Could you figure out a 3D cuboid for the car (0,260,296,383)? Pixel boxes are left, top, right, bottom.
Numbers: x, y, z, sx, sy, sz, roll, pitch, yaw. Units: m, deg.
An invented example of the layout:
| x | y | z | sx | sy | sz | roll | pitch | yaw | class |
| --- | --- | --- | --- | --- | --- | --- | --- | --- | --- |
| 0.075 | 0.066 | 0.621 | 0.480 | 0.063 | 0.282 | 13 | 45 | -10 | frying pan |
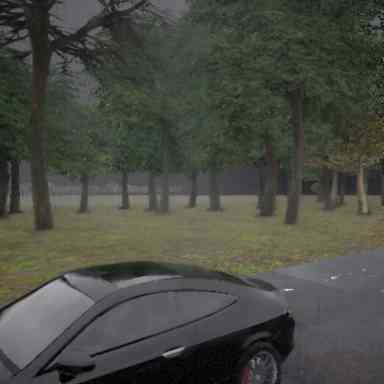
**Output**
| x | y | z | sx | sy | sz | roll | pitch | yaw | class |
| --- | --- | --- | --- | --- | --- | --- | --- | --- | --- |
| -0.876 | 1.523 | 3.363 | 4.674 | 1.442 | 1.812 | 0 | 0 | -36 | car |
